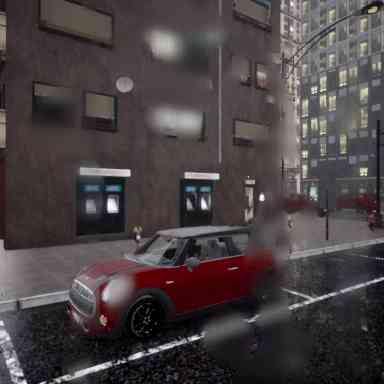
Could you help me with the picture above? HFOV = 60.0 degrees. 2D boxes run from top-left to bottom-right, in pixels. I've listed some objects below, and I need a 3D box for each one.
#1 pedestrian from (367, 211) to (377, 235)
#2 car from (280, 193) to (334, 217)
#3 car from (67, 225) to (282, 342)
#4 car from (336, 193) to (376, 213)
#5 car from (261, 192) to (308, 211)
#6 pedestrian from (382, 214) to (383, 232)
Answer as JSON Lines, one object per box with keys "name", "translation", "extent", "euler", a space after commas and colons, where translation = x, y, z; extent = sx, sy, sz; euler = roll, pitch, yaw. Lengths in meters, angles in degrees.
{"name": "pedestrian", "translation": [8.809, 1.144, 16.232], "extent": [0.375, 1.860, 0.375], "euler": [0, 0, -35]}
{"name": "car", "translation": [8.671, 1.010, 27.322], "extent": [2.192, 1.841, 5.009], "euler": [2, 0, -36]}
{"name": "car", "translation": [-0.205, 1.440, 6.410], "extent": [4.097, 1.590, 1.967], "euler": [0, 0, -35]}
{"name": "car", "translation": [15.414, 1.030, 32.296], "extent": [2.192, 1.841, 5.009], "euler": [1, 0, -36]}
{"name": "car", "translation": [9.806, 0.949, 35.577], "extent": [2.097, 1.767, 4.553], "euler": [0, 1, -36]}
{"name": "pedestrian", "translation": [9.649, 1.143, 16.266], "extent": [0.375, 1.860, 0.375], "euler": [0, 0, -35]}
